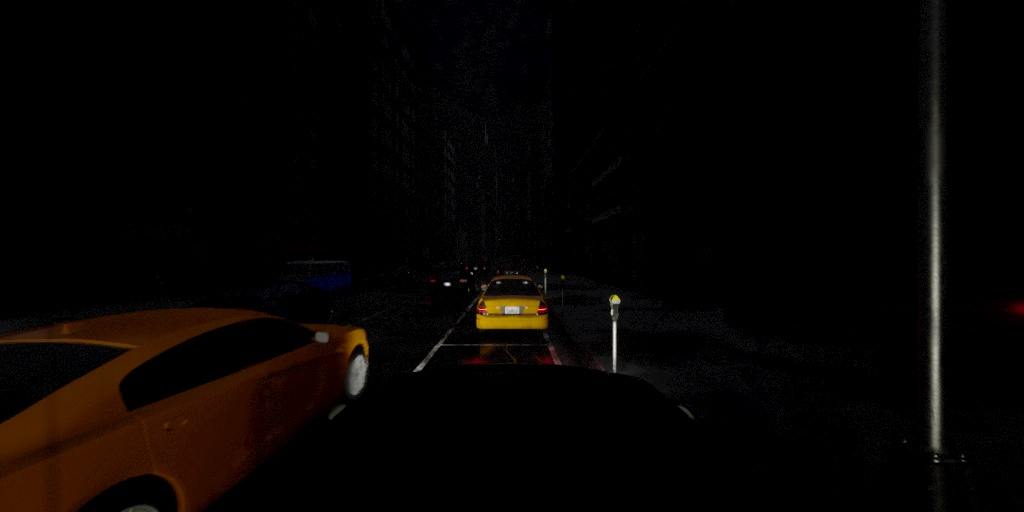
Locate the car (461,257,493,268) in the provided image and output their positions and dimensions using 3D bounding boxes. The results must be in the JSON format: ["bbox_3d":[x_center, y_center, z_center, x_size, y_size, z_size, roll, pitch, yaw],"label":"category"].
[{"bbox_3d":[-3.145,1.107,33.137,2.097,1.767,4.553,0,0,0],"label":"car"}]

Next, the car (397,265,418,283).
[{"bbox_3d":[-8.813,1.335,27.331,1.802,1.307,4.207,0,0,0],"label":"car"}]

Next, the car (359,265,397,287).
[{"bbox_3d":[-8.813,1.318,21.829,1.948,1.339,4.313,0,0,0],"label":"car"}]

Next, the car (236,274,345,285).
[{"bbox_3d":[-6.245,1.314,9.002,1.994,1.385,4.181,0,0,0],"label":"car"}]

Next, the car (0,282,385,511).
[{"bbox_3d":[-3.044,1.227,3.333,1.882,1.535,5.008,0,0,0],"label":"car"}]

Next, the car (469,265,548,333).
[{"bbox_3d":[0.005,1.207,10.690,1.801,1.575,5.366,0,0,0],"label":"car"}]

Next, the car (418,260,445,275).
[{"bbox_3d":[-8.813,1.322,38.333,1.948,1.339,4.313,0,0,0],"label":"car"}]

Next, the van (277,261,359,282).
[{"bbox_3d":[-8.813,1.092,16.328,1.690,1.789,3.998,0,0,0],"label":"van"}]

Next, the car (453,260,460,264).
[{"bbox_3d":[-8.814,1.201,49.336,1.967,1.591,4.097,0,0,0],"label":"car"}]

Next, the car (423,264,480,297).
[{"bbox_3d":[-3.045,1.316,18.915,1.994,1.385,4.181,0,0,0],"label":"car"}]

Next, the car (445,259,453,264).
[{"bbox_3d":[-8.814,1.341,43.834,1.802,1.307,4.207,0,0,0],"label":"car"}]

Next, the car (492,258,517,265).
[{"bbox_3d":[-0.288,1.193,27.330,1.967,1.591,4.097,0,0,0],"label":"car"}]
